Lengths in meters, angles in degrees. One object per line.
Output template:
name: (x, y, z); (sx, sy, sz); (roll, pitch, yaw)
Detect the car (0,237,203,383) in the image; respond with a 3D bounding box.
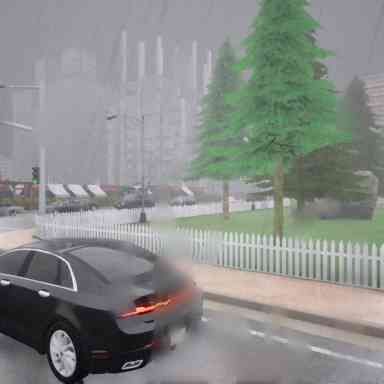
car: (-2.121, 1.505, 5.440); (4.892, 1.490, 1.837); (0, 0, 36)

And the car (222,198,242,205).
car: (6.403, 1.526, 53.270); (1.812, 1.442, 4.674); (0, 0, 34)

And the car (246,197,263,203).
car: (11.889, 1.221, 61.459); (2.150, 2.045, 5.566); (0, 0, 34)

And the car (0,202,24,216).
car: (-17.970, 1.601, 30.006); (1.895, 1.301, 4.718); (0, 0, 36)

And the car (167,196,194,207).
car: (-1.834, 1.505, 53.865); (1.837, 1.490, 4.892); (0, 0, 34)

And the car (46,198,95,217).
car: (-12.276, 1.491, 32.092); (2.128, 1.511, 4.902); (0, 0, 34)

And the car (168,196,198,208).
car: (-1.101, 1.352, 48.703); (2.097, 1.767, 4.553); (0, 0, 34)

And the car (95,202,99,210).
car: (-12.835, 1.478, 37.538); (1.882, 1.535, 5.008); (0, 0, 34)

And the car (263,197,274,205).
car: (14.987, 1.564, 59.794); (1.994, 1.385, 4.181); (0, 0, 34)

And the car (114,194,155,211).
car: (-6.804, 1.221, 40.240); (2.150, 2.045, 5.566); (0, 0, 34)
